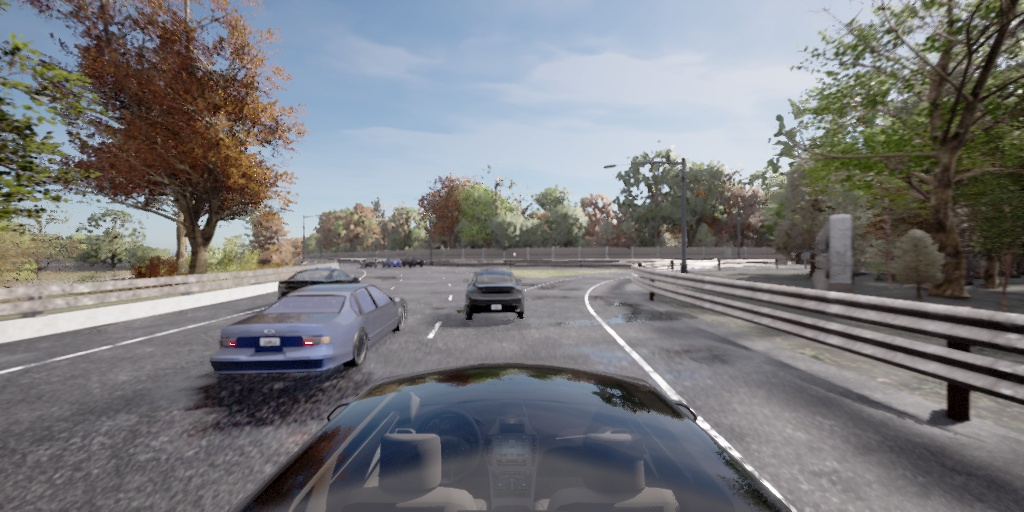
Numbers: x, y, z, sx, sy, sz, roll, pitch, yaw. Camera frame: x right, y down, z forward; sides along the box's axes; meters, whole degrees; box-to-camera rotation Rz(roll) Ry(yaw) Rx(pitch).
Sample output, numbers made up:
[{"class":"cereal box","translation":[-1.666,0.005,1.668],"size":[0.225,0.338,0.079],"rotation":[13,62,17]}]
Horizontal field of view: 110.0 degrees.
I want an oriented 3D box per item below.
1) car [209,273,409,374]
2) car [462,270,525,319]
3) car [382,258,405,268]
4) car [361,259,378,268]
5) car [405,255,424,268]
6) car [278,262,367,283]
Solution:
[{"class":"car","translation":[-3.699,1.297,7.761],"size":[2.033,1.411,5.357],"rotation":[0,0,-3]},{"class":"car","translation":[-0.676,1.229,12.796],"size":[1.837,1.490,4.892],"rotation":[0,0,-5]},{"class":"car","translation":[-19.553,1.033,58.225],"size":[2.097,1.767,4.553],"rotation":[0,0,-34]},{"class":"car","translation":[-22.555,1.202,56.423],"size":[1.837,1.490,4.892],"rotation":[0,0,-34]},{"class":"car","translation":[-16.602,0.885,60.102],"size":[2.150,2.045,5.566],"rotation":[0,0,-34]},{"class":"car","translation":[-8.035,1.224,15.400],"size":[1.882,1.535,5.008],"rotation":[0,0,-8]}]
